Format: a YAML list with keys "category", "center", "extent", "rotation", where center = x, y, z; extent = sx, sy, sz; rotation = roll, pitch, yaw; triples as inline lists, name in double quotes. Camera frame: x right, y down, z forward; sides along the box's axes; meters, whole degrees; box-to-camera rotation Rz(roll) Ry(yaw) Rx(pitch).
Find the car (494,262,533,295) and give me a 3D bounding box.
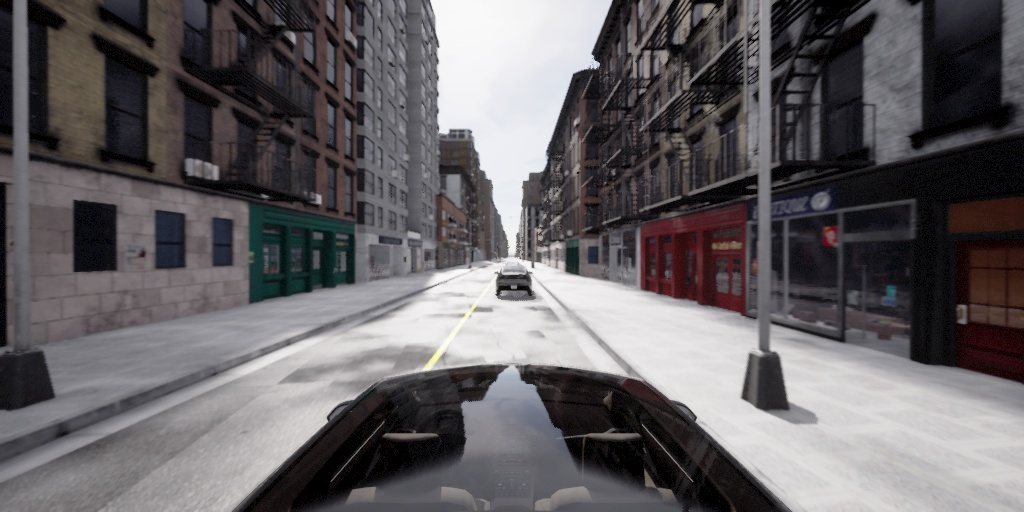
- category: "car"
  center: [0.095, 1.257, 19.818]
  extent: [1.837, 1.490, 4.892]
  rotation: [0, 0, 0]
